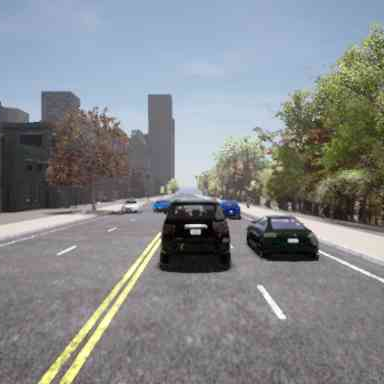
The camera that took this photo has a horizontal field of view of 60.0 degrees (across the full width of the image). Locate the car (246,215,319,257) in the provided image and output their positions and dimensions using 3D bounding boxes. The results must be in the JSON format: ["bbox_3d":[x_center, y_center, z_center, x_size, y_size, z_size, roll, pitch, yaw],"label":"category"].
[{"bbox_3d":[3.355,1.591,13.043,1.994,1.385,4.181,0,0,0],"label":"car"}]

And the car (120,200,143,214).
[{"bbox_3d":[-6.630,1.602,36.847,1.812,1.442,4.674,0,0,0],"label":"car"}]

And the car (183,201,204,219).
[{"bbox_3d":[0.102,1.588,30.480,1.812,1.442,4.674,0,0,0],"label":"car"}]

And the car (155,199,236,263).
[{"bbox_3d":[0.103,1.247,12.183,2.150,2.045,5.566,0,0,0],"label":"car"}]

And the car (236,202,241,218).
[{"bbox_3d":[3.351,1.541,30.912,1.882,1.535,5.008,0,0,0],"label":"car"}]

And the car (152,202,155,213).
[{"bbox_3d":[-3.386,1.555,37.884,1.882,1.535,5.008,0,0,0],"label":"car"}]

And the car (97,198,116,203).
[{"bbox_3d":[-20.668,1.988,80.222,4.313,1.339,1.947,-1,1,-1],"label":"car"}]
